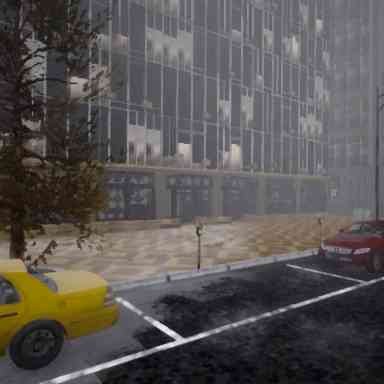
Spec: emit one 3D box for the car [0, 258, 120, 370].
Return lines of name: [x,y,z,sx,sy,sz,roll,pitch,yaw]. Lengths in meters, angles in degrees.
car: [-3.372,1.523,4.145,4.829,1.417,1.752,0,1,-35]

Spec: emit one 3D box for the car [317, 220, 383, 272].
car: [5.819,1.582,10.702,4.206,1.307,1.802,0,1,-35]
